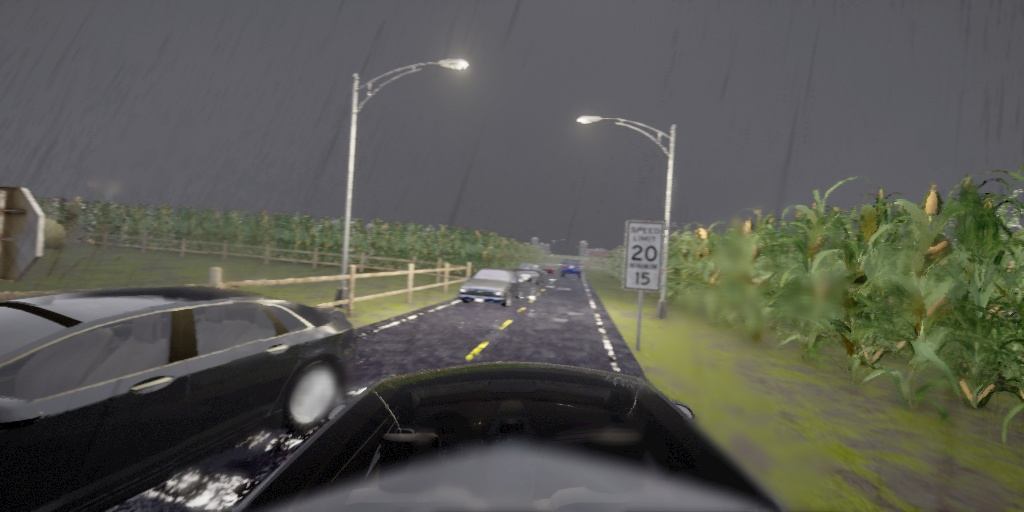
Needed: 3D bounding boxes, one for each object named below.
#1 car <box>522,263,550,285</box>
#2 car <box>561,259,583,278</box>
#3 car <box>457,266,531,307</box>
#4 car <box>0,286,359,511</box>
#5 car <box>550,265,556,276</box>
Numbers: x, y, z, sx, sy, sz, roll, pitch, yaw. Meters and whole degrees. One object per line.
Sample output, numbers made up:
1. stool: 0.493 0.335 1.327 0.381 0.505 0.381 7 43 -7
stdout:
1. car: 1.357 1.307 27.119 2.128 1.511 4.902 4 0 10
2. car: 6.709 1.354 40.282 2.150 2.045 5.566 4 0 10
3. car: -0.706 1.245 15.633 2.033 1.411 5.357 4 0 10
4. car: -3.328 1.047 2.755 1.837 1.490 4.892 4 0 15
5. car: 4.179 1.640 42.457 1.895 1.301 4.718 4 0 10
